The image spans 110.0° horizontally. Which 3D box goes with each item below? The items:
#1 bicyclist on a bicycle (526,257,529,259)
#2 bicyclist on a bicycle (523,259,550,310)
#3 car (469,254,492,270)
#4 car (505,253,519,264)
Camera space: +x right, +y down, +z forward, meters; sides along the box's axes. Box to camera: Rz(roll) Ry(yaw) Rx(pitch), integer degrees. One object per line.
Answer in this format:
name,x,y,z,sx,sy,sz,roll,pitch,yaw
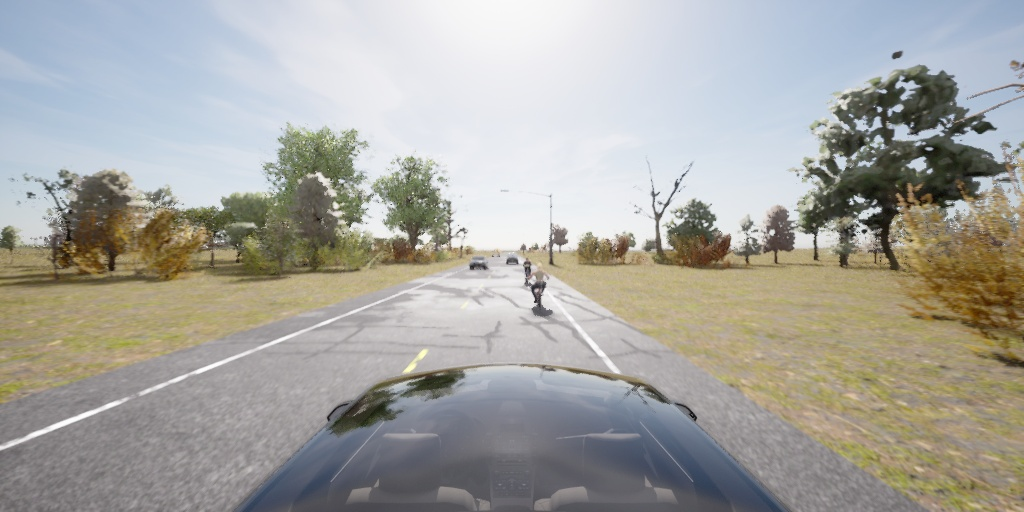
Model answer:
bicyclist on a bicycle,0.954,0.908,22.378,0.582,1.620,1.656,0,1,0
bicyclist on a bicycle,0.950,1.030,12.721,0.866,1.612,1.509,0,1,0
car,-3.590,0.719,39.157,1.837,1.490,4.892,0,0,0
car,0.057,0.491,56.114,1.812,1.442,4.674,0,1,0
